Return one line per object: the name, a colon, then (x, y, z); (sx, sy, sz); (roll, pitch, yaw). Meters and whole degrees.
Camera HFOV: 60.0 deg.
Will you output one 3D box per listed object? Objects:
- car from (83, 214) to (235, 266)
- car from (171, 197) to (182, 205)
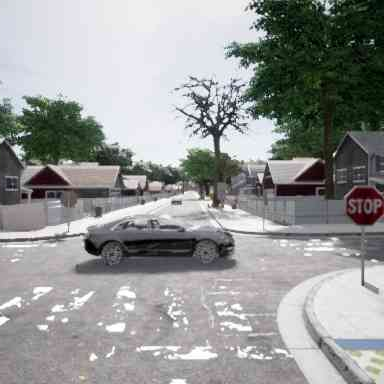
car: (-1.063, 1.491, 11.046); (4.902, 1.511, 2.128); (-1, 0, -1)
car: (-2.758, 1.526, 60.440); (2.033, 1.411, 5.357); (0, 0, 0)
